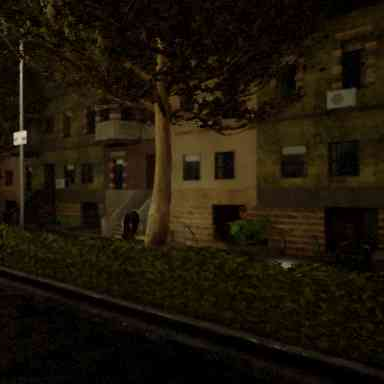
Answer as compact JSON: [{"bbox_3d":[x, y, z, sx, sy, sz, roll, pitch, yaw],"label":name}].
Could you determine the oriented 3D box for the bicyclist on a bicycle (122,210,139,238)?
[{"bbox_3d":[-2.023,1.225,10.819,0.582,1.620,1.656,4,-38,-4],"label":"bicyclist on a bicycle"}]
